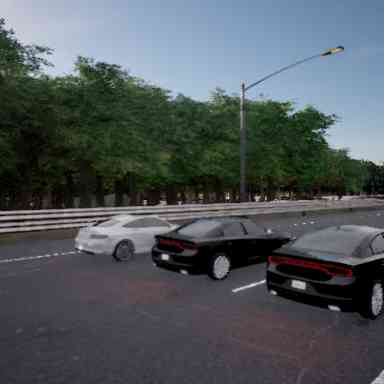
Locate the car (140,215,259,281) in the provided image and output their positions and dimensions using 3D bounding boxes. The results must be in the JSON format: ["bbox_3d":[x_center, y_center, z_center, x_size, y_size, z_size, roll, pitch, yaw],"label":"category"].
[{"bbox_3d":[1.147,1.469,9.959,5.008,1.535,1.882,0,0,-43],"label":"car"}]

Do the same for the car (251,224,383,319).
[{"bbox_3d":[3.688,1.482,7.543,5.008,1.535,1.882,0,0,-43],"label":"car"}]

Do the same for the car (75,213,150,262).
[{"bbox_3d":[-1.795,1.502,12.000,4.674,1.442,1.812,0,0,-43],"label":"car"}]
